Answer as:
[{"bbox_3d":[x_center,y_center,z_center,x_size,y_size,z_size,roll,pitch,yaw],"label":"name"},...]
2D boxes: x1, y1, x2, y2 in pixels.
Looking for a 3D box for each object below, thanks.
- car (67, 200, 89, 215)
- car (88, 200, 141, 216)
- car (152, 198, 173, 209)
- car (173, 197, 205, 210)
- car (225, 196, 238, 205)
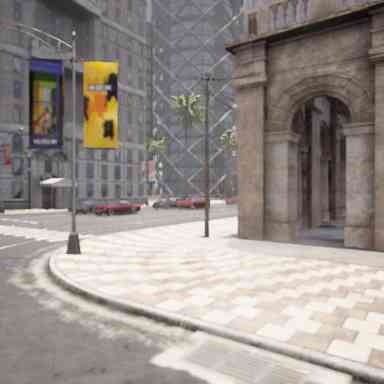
[{"bbox_3d":[-9.990,1.503,34.027,2.033,1.411,5.357,0,0,35],"label":"car"},{"bbox_3d":[-7.165,1.562,31.957,1.895,1.301,4.718,0,0,35],"label":"car"},{"bbox_3d":[-3.328,1.520,43.397,1.994,1.385,4.181,0,0,36],"label":"car"},{"bbox_3d":[0.251,1.439,42.383,1.882,1.535,5.008,0,0,36],"label":"car"},{"bbox_3d":[7.559,1.481,58.423,1.812,1.442,4.674,0,0,36],"label":"car"}]
